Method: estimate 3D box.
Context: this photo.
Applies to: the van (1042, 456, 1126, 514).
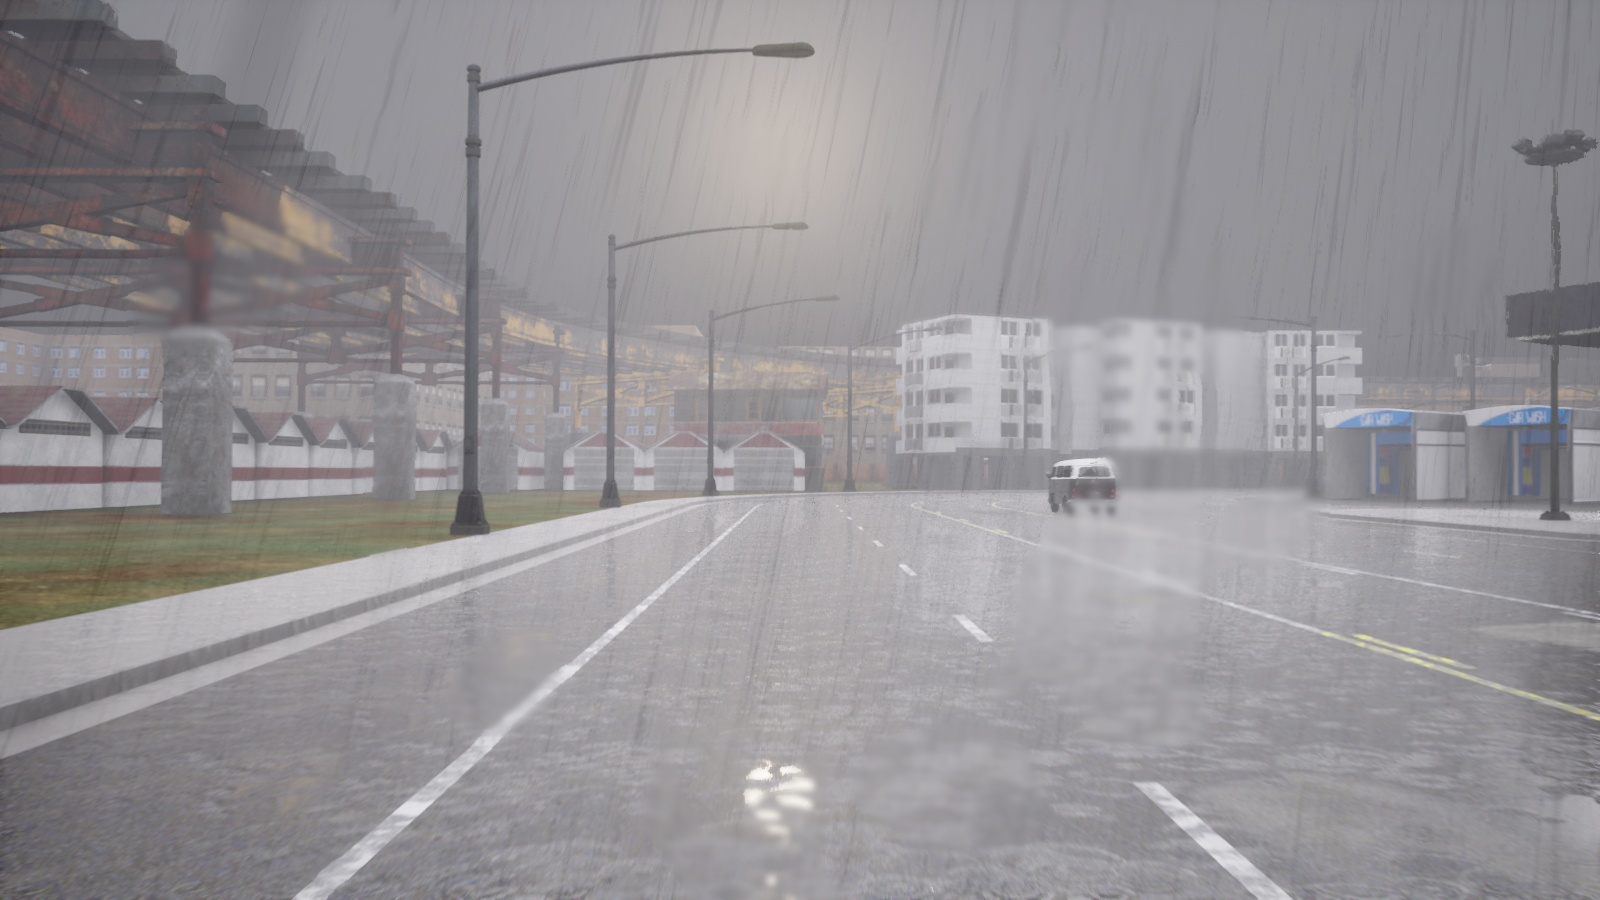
[{"bbox_3d":[10.391,1.272,46.328,2.069,2.038,4.480,0,-1,0],"label":"van"}]
